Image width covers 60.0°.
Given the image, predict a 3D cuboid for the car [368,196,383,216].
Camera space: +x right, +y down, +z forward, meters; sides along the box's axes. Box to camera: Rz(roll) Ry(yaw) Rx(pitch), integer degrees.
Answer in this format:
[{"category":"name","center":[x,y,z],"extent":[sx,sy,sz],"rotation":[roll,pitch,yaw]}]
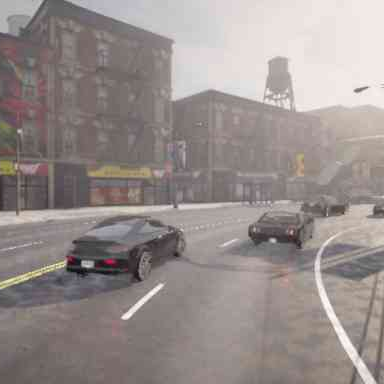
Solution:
[{"category":"car","center":[16.543,1.235,27.227],"extent":[4.181,1.385,1.994],"rotation":[0,1,-40]}]

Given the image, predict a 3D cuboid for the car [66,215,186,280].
[{"category":"car","center":[-1.635,1.388,9.510],"extent":[1.812,1.442,4.674],"rotation":[0,1,16]}]

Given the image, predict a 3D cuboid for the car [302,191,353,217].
[{"category":"car","center":[10.790,1.011,26.918],"extent":[4.553,1.767,2.097],"rotation":[-1,1,-41]}]

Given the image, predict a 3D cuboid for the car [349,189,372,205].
[{"category":"car","center":[22.869,0.653,46.151],"extent":[5.566,2.045,2.150],"rotation":[0,1,-39]}]

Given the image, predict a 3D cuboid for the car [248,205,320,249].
[{"category":"car","center":[3.940,1.419,13.890],"extent":[1.895,1.301,4.718],"rotation":[1,1,28]}]

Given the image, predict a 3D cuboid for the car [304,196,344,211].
[{"category":"car","center":[13.568,1.132,34.159],"extent":[4.181,1.385,1.994],"rotation":[0,1,-39]}]
